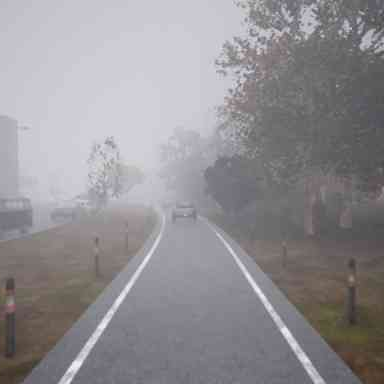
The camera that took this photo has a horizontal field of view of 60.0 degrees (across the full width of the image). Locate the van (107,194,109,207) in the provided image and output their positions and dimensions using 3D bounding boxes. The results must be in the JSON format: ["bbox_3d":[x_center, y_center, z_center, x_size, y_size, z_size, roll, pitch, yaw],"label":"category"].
[{"bbox_3d":[-13.151,1.145,48.918,1.878,1.987,4.442,1,-1,-15],"label":"van"}]

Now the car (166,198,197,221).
[{"bbox_3d":[-0.705,1.440,26.272,2.128,1.511,4.902,0,0,-5],"label":"car"}]

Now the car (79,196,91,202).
[{"bbox_3d":[-29.265,1.805,90.592,2.231,1.521,4.892,2,-2,-28],"label":"car"}]

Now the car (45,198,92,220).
[{"bbox_3d":[-9.868,1.436,26.927,2.002,1.452,4.674,1,-1,-5],"label":"car"}]

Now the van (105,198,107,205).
[{"bbox_3d":[-11.103,1.148,37.921,1.878,1.987,4.442,1,-1,-10],"label":"van"}]

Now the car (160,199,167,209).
[{"bbox_3d":[-2.990,1.486,42.964,1.895,1.301,4.718,0,0,-10],"label":"car"}]

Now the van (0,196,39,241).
[{"bbox_3d":[-9.254,1.185,15.690,1.878,1.987,4.442,0,-1,-2],"label":"van"}]

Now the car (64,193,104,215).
[{"bbox_3d":[-10.391,1.135,32.464,2.435,2.045,5.566,1,-1,-9],"label":"car"}]

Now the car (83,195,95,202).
[{"bbox_3d":[-26.603,1.717,85.675,2.231,1.521,4.892,2,-2,-28],"label":"car"}]
